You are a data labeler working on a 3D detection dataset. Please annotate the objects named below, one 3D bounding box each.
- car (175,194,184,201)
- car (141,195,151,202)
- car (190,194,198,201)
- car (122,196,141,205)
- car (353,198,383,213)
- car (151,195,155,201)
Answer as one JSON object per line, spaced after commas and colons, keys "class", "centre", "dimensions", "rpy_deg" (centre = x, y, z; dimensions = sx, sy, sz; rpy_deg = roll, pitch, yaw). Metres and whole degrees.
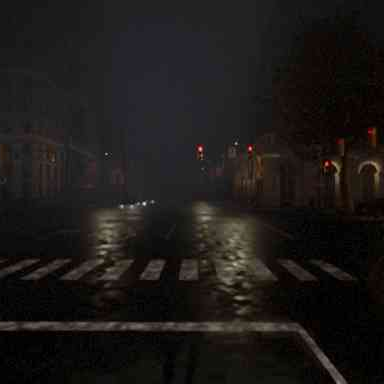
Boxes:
{"class": "car", "centre": [-2.997, 1.292, 78.953], "dimensions": [2.128, 1.511, 4.902], "rpy_deg": [0, 0, 1]}
{"class": "car", "centre": [-10.152, 1.464, 68.435], "dimensions": [1.895, 1.301, 4.718], "rpy_deg": [0, 0, 1]}
{"class": "car", "centre": [0.503, 1.292, 78.903], "dimensions": [2.128, 1.511, 4.902], "rpy_deg": [0, 0, 1]}
{"class": "car", "centre": [-10.328, 1.367, 55.446], "dimensions": [1.882, 1.535, 5.008], "rpy_deg": [0, 0, 1]}
{"class": "car", "centre": [18.162, 1.411, 33.052], "dimensions": [5.008, 1.535, 1.882], "rpy_deg": [0, 0, 1]}
{"class": "car", "centre": [-9.985, 1.435, 79.796], "dimensions": [1.895, 1.301, 4.718], "rpy_deg": [0, 0, 1]}
